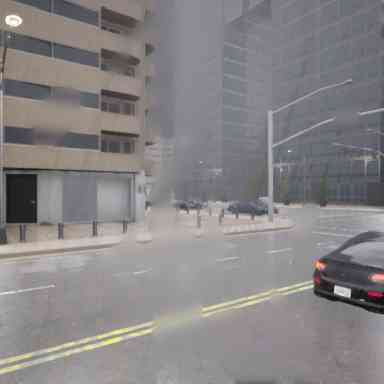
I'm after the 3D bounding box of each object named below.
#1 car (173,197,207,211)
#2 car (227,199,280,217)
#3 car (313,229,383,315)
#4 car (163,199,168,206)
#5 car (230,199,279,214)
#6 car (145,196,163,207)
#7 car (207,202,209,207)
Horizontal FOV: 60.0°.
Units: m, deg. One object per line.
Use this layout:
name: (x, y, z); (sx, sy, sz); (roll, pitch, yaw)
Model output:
car: (-0.548, 1.508, 39.950); (1.994, 1.385, 4.181); (0, 0, -35)
car: (5.634, 1.492, 31.293); (2.033, 1.411, 5.357); (0, 0, -35)
car: (4.440, 1.526, 6.982); (4.674, 1.442, 1.812); (0, 0, -35)
car: (-5.740, 1.449, 53.438); (1.837, 1.490, 4.892); (0, 0, -35)
car: (6.631, 1.492, 35.899); (2.033, 1.411, 5.357); (0, 0, -36)
car: (-6.673, 1.422, 48.662); (1.882, 1.535, 5.008); (0, 0, -35)
car: (0.264, 1.437, 44.869); (2.128, 1.511, 4.902); (0, 0, -35)
